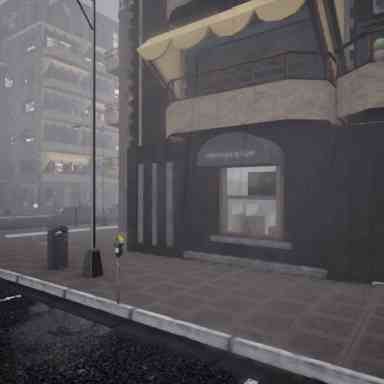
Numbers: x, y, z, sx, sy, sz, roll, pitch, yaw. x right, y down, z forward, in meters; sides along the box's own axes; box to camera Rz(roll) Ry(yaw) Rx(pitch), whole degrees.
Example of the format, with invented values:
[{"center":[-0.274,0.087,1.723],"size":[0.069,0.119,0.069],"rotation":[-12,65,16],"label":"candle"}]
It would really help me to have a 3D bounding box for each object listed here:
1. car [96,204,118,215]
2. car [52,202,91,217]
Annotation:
[{"center":[-9.482,2.063,39.967],"size":[1.802,1.307,4.206],"rotation":[-1,-1,35],"label":"car"},{"center":[-12.770,1.821,35.347],"size":[1.967,1.590,4.097],"rotation":[-1,-1,35],"label":"car"}]
